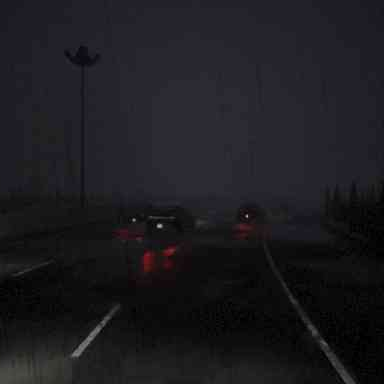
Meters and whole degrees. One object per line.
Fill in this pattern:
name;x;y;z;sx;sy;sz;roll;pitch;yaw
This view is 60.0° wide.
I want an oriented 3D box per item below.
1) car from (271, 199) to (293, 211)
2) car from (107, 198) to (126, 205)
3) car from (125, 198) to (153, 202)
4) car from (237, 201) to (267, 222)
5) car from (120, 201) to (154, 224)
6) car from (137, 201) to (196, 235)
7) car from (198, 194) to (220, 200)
car;11.049;1.549;40.853;1.812;1.442;4.674;0;0;28
car;-9.979;1.513;46.357;1.994;1.385;4.181;0;0;26
car;-6.565;1.562;45.380;1.895;1.301;4.718;0;0;26
car;4.810;1.513;26.707;1.837;1.490;4.892;0;0;18
car;-3.265;1.581;24.393;1.895;1.301;4.718;0;0;16
car;-1.062;1.481;18.765;2.128;1.511;4.902;0;0;12
car;2.825;1.082;54.694;1.882;1.535;5.008;0;0;34
